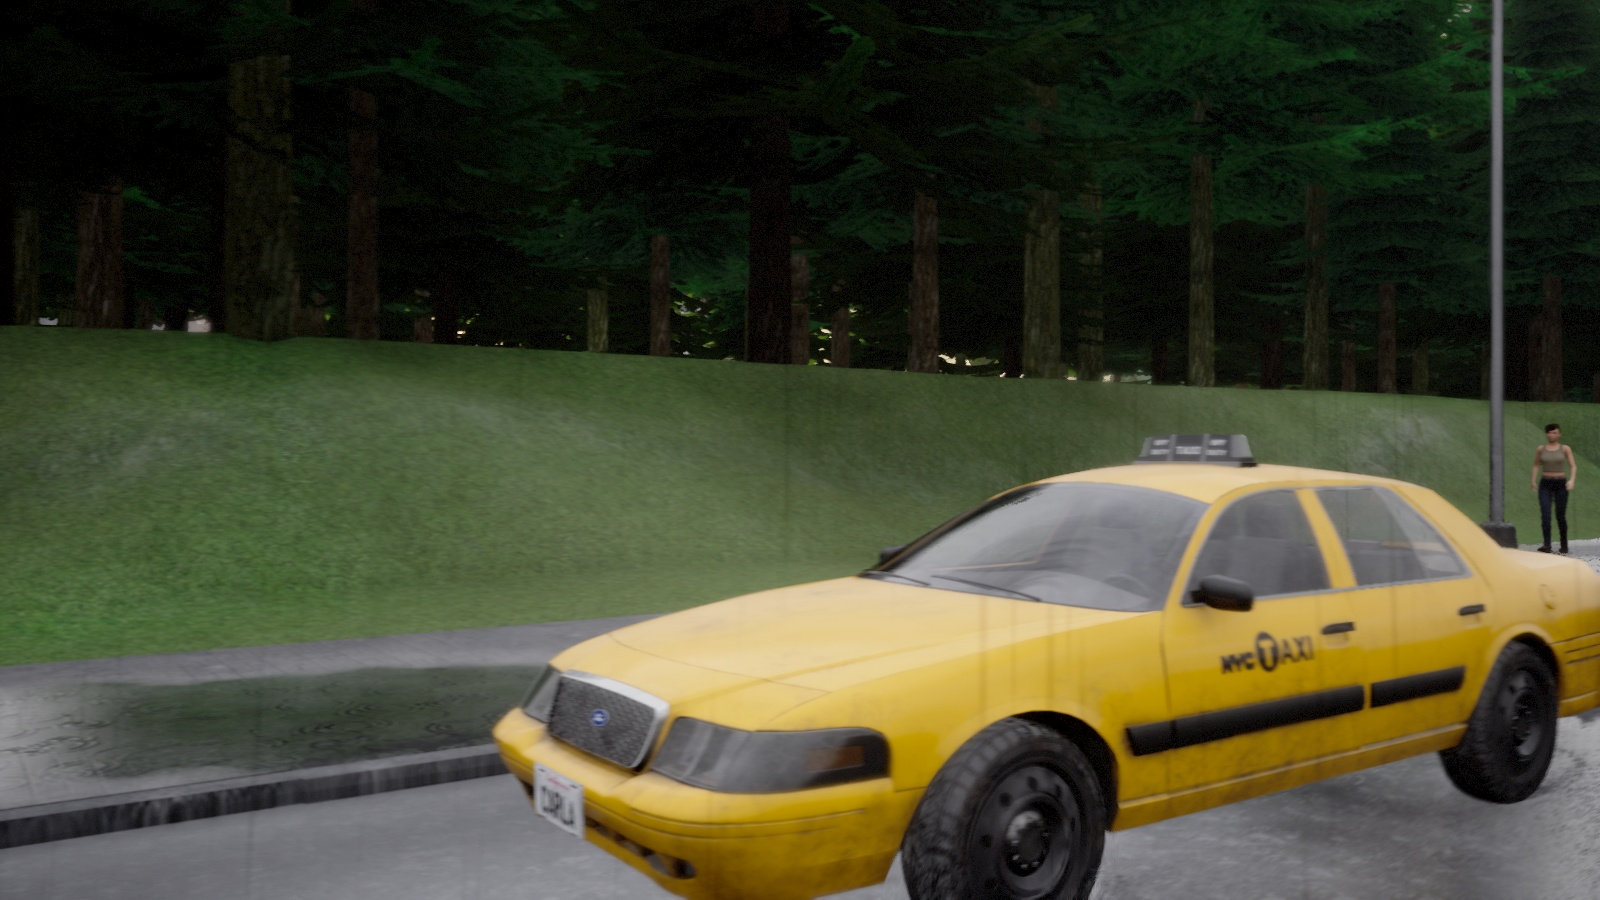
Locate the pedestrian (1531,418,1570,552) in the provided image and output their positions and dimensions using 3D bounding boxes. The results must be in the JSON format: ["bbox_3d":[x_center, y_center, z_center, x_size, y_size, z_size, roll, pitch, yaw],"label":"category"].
[{"bbox_3d":[10.476,0.475,17.525,0.345,1.836,0.594,0,0,44],"label":"pedestrian"}]

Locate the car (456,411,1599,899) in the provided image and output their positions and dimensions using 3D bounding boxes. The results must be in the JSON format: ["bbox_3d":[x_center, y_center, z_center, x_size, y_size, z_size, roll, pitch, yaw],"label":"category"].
[{"bbox_3d":[1.482,0.693,5.301,5.366,1.575,1.801,0,0,-35],"label":"car"}]
